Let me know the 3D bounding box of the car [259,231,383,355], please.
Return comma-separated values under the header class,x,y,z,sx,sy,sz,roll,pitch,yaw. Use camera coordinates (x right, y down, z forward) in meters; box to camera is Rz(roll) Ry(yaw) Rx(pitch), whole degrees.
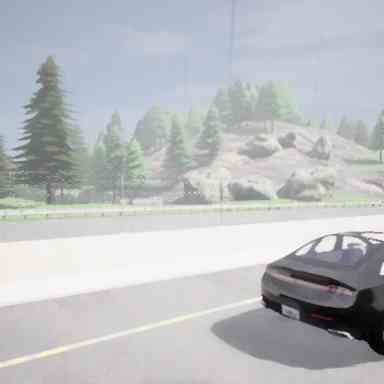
class,x,y,z,sx,sy,sz,roll,pitch,yaw
car,3.420,1.469,5.989,4.902,1.511,2.128,0,0,-33
